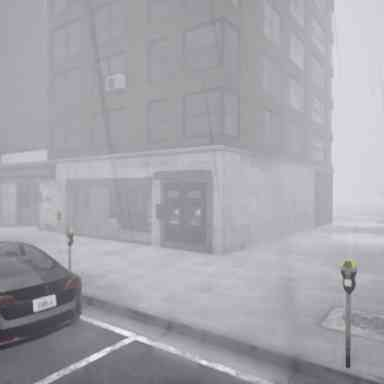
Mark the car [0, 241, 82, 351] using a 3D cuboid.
[{"bbox_3d":[-3.680,1.519,5.703,4.313,1.339,1.947,1,0,35],"label":"car"}]
